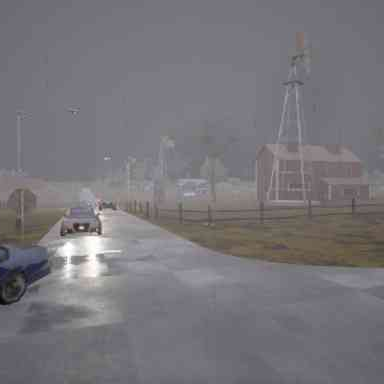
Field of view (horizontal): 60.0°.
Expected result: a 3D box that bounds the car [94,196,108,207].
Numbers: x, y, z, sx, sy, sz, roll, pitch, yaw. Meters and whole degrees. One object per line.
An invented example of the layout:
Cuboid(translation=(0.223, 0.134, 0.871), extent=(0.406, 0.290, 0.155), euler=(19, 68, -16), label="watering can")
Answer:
Cuboid(translation=(-16.515, 1.689, 60.275), extent=(2.097, 1.767, 4.553), euler=(0, -1, -18), label="car")

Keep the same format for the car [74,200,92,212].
Cuboid(translation=(-13.398, 1.701, 41.144), extent=(1.994, 1.385, 4.181), euler=(0, -1, -17), label="car")

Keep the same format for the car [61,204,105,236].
Cuboid(translation=(-5.981, 1.570, 18.035), extent=(1.994, 1.385, 4.181), euler=(0, 0, -18), label="car")

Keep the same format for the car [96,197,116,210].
Cuboid(translation=(-11.489, 1.513, 44.691), extent=(2.097, 1.767, 4.553), euler=(0, -1, -18), label="car")

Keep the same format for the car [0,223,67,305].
Cuboid(translation=(-4.834, 1.560, 5.671), extent=(2.033, 1.411, 5.357), euler=(0, 1, 18), label="car")

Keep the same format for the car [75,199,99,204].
Cuboid(translation=(-9.360, 1.594, 28.499), extent=(2.033, 1.411, 5.357), euler=(0, 0, -18), label="car")
